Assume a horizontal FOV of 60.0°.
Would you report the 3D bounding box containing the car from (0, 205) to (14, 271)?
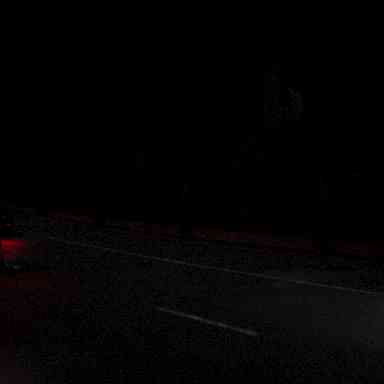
[{"bbox_3d":[-7.169,1.248,9.117,4.553,1.767,2.097,2,1,36],"label":"car"}]
